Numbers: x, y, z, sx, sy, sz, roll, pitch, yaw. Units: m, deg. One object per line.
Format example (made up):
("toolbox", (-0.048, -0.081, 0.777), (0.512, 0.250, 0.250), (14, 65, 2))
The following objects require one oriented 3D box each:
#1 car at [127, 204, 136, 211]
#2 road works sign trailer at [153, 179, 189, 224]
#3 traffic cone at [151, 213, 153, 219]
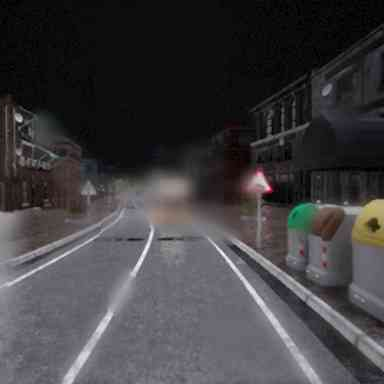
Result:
("car", (-12.813, 3.218, 70.702), (2.033, 1.411, 5.357), (0, -1, -11))
("road works sign trailer", (-1.624, 0.742, 27.258), (2.380, 3.560, 2.880), (1, -1, -13))
("traffic cone", (-3.974, 2.426, 33.768), (0.340, 0.580, 0.340), (0, -2, -9))
